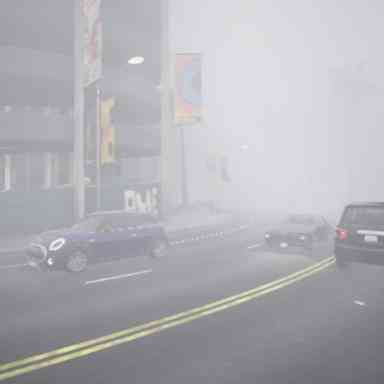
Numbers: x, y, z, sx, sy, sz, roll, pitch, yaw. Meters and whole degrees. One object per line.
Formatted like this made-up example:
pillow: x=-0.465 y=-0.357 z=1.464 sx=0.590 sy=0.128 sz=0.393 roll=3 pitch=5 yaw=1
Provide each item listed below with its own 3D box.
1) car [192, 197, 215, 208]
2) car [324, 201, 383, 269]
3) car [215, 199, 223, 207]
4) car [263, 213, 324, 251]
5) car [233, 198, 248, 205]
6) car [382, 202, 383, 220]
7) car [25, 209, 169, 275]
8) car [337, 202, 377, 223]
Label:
car: x=1.793 y=2.069 z=58.909 sx=1.895 sy=1.301 sz=4.718 roll=0 pitch=-1 yaw=-18
car: x=6.260 y=1.287 z=10.642 sx=2.150 sy=2.045 sz=5.566 roll=0 pitch=0 yaw=38
car: x=4.186 y=1.982 z=62.787 sx=2.128 sy=1.511 sz=4.902 roll=0 pitch=-1 yaw=-19
car: x=4.965 y=1.650 z=14.972 sx=2.033 sy=1.411 sz=5.357 roll=0 pitch=-1 yaw=33
car: x=10.853 y=2.038 z=74.553 sx=2.231 sy=1.521 sz=4.892 roll=0 pitch=0 yaw=-19
car: x=17.244 y=1.627 z=26.879 sx=1.882 sy=1.535 sz=5.008 roll=0 pitch=0 yaw=12
car: x=-2.970 y=1.455 z=11.083 sx=2.097 sy=1.767 sz=4.553 roll=-1 pitch=-1 yaw=45
car: x=14.072 y=1.682 z=28.698 sx=1.837 sy=1.490 sz=4.892 roll=0 pitch=0 yaw=11
